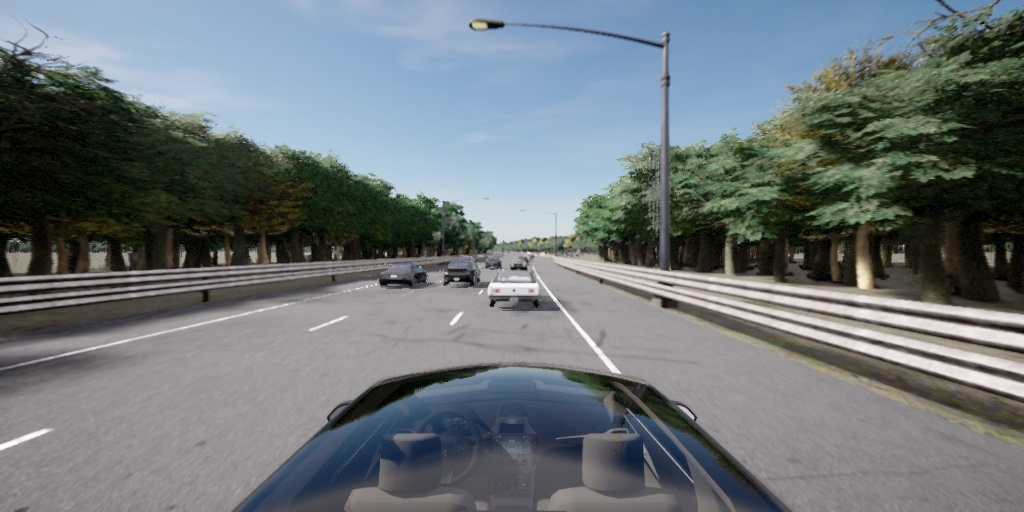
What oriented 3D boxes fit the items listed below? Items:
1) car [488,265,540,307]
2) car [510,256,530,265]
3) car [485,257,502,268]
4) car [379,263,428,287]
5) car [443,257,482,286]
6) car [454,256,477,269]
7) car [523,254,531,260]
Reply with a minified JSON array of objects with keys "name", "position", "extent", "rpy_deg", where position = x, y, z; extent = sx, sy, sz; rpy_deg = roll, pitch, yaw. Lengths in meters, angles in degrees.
[{"name":"car","position":[0.106,1.237,14.868],"extent":[1.895,1.301,4.718],"rpy_deg":[0,1,1]},{"name":"car","position":[0.737,1.012,38.732],"extent":[1.895,1.301,4.718],"rpy_deg":[0,1,2]},{"name":"car","position":[-2.337,0.812,46.792],"extent":[2.128,1.511,4.902],"rpy_deg":[0,1,3]},{"name":"car","position":[-6.662,1.113,22.383],"extent":[1.994,1.385,4.181],"rpy_deg":[0,1,1]},{"name":"car","position":[-3.151,1.056,23.248],"extent":[1.837,1.490,4.892],"rpy_deg":[0,1,1]},{"name":"car","position":[-5.869,0.807,46.183],"extent":[2.128,1.511,4.902],"rpy_deg":[0,1,3]},{"name":"car","position":[1.818,0.699,60.452],"extent":[1.837,1.490,4.892],"rpy_deg":[0,1,3]}]
